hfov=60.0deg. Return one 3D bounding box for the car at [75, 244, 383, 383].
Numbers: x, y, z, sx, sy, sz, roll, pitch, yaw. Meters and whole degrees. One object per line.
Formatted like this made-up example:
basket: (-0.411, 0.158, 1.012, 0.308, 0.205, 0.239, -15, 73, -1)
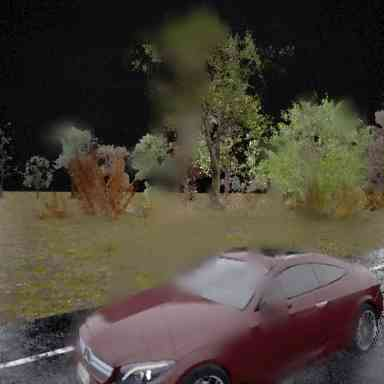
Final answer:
car: (0.850, 1.526, 4.584, 4.674, 1.442, 1.812, 0, 0, -35)
